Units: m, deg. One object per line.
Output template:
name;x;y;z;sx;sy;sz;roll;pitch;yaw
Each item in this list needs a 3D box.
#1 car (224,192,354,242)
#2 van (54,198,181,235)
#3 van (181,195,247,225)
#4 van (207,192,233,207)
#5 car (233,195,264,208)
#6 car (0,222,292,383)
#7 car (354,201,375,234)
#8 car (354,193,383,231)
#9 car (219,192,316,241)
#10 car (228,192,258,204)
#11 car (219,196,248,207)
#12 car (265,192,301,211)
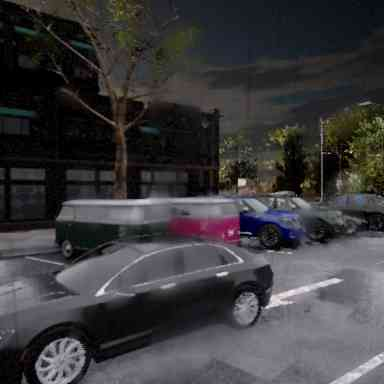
car;4.525;1.157;16.283;5.566;2.045;2.435;-1;-1;35
van;-2.827;1.239;11.203;4.442;1.987;1.878;-1;0;35
van;-0.418;1.221;12.920;4.442;1.987;1.878;-1;0;35
van;4.287;1.073;50.128;1.878;1.987;4.442;0;1;36
car;7.829;1.289;45.402;1.946;1.575;5.366;-1;1;36
car;-0.781;1.491;5.282;4.892;1.490;1.837;0;0;-36
car;6.939;1.420;18.010;4.792;1.488;2.163;-1;-1;34
car;9.289;1.122;19.736;5.566;2.045;2.435;-1;0;35
car;2.115;1.175;14.566;5.566;2.045;2.435;-1;-1;35
car;9.118;1.020;59.999;2.150;2.045;5.566;0;0;-34
car;6.032;1.336;47.737;2.002;1.452;4.674;-1;1;36
car;11.082;1.044;40.246;2.435;2.045;5.566;0;1;36
